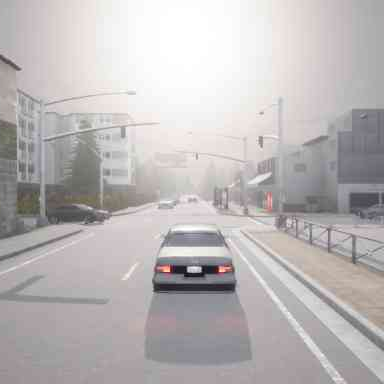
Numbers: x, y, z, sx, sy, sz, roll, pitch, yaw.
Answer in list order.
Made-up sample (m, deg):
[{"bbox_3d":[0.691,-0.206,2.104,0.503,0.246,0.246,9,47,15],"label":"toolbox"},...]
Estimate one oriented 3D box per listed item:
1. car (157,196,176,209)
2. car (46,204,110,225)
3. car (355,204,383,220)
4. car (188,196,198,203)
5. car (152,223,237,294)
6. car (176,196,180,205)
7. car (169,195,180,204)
[{"bbox_3d":[-3.561,1.526,45.849,1.812,1.442,4.674,0,0,0],"label":"car"},{"bbox_3d":[-8.391,1.622,24.483,4.892,1.490,1.837,-3,-2,18],"label":"car"},{"bbox_3d":[16.739,1.740,29.327,4.181,1.385,1.994,0,0,0],"label":"car"},{"bbox_3d":[0.156,1.525,68.830,1.812,1.442,4.674,0,0,0],"label":"car"},{"bbox_3d":[0.067,1.547,8.944,2.033,1.411,5.357,0,0,1],"label":"car"},{"bbox_3d":[-3.541,1.505,55.853,1.837,1.490,4.892,0,0,0],"label":"car"},{"bbox_3d":[-3.479,1.477,65.994,1.882,1.535,5.008,0,0,0],"label":"car"}]
